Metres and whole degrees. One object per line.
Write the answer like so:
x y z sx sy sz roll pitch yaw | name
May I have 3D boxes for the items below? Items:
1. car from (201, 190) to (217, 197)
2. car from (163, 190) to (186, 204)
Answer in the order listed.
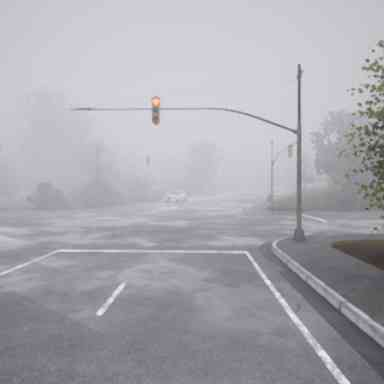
3.445 0.323 68.477 1.895 1.301 4.718 0 4 25 | car
-2.713 0.726 54.119 2.150 2.045 5.566 0 2 20 | car
